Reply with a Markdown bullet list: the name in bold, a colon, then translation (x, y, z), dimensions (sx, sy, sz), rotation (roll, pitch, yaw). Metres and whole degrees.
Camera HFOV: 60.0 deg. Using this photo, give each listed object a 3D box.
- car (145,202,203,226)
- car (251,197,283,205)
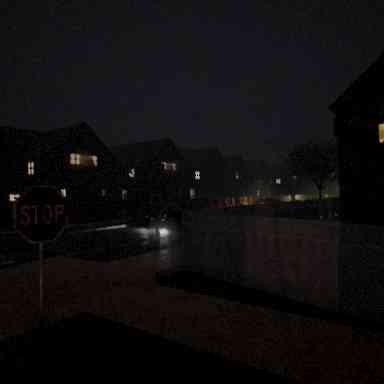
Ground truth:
- **car**: translation (-1.066, 1.437, 22.600), dimensions (1.837, 1.490, 4.892), rotation (-2, -1, 36)
- **car**: translation (7.832, 1.299, 34.701), dimensions (1.882, 1.535, 5.008), rotation (-2, 0, 36)
